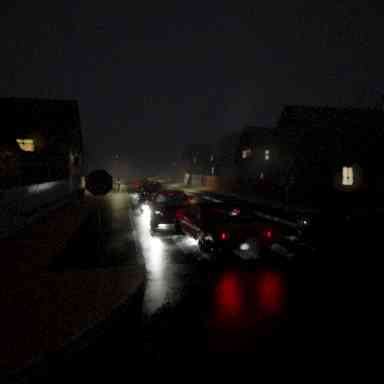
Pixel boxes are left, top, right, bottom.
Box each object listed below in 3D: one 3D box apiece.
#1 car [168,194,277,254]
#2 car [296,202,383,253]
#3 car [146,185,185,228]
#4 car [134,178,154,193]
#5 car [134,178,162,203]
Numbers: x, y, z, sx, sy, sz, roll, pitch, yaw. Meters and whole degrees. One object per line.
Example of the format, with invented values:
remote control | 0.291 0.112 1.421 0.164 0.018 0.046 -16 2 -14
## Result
car | 0.768 0.986 10.831 1.895 1.301 4.718 0 4 -17
car | 5.474 1.043 9.272 4.902 1.511 2.128 5 5 35
car | -0.972 0.643 14.985 1.812 1.442 4.674 -1 3 -9
car | -5.401 -0.775 36.779 1.882 1.535 5.008 -1 3 -12
car | -3.084 -0.068 25.752 2.128 1.511 4.902 -1 4 -12
